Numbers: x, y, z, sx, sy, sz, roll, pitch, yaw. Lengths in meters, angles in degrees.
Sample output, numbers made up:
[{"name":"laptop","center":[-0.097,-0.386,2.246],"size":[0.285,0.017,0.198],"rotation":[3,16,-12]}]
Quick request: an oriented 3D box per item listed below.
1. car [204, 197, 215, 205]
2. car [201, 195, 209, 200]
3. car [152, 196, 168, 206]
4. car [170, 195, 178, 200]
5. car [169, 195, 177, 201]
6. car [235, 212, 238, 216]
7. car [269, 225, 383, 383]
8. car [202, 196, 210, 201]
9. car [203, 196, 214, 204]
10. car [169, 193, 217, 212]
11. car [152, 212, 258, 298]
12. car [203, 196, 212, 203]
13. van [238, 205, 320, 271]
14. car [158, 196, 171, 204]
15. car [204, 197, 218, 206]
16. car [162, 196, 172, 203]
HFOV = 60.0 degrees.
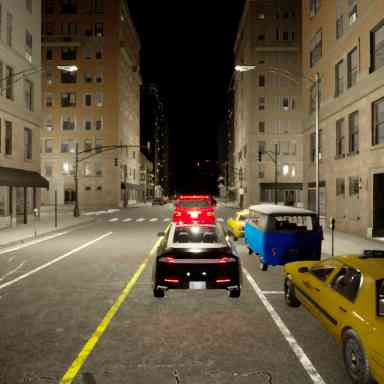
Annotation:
[{"name":"car","center":[3.108,1.548,59.451],"size":[1.887,1.381,4.507],"rotation":[1,0,1]},{"name":"car","center":[3.558,1.548,92.632],"size":[2.008,1.369,4.403],"rotation":[1,0,1]},{"name":"car","center":[-5.492,1.587,54.032],"size":[1.802,1.307,4.206],"rotation":[1,0,1]},{"name":"car","center":[-4.966,1.564,92.734],"size":[1.947,1.339,4.313],"rotation":[1,0,1]},{"name":"car","center":[-5.043,1.525,87.035],"size":[1.752,1.417,4.829],"rotation":[1,0,1]},{"name":"car","center":[2.689,1.528,16.427],"size":[1.752,1.417,4.829],"rotation":[1,0,0]},{"name":"car","center":[2.680,1.526,5.080],"size":[1.752,1.417,4.829],"rotation":[1,0,0]},{"name":"car","center":[3.408,1.566,81.572],"size":[1.947,1.339,4.313],"rotation":[1,0,1]},{"name":"car","center":[3.183,1.554,64.981],"size":[2.008,1.369,4.403],"rotation":[1,0,1]},{"name":"car","center":[0.115,1.225,18.699],"size":[2.150,2.045,5.566],"rotation":[0,0,0]},{"name":"car","center":[0.105,1.493,8.513],"size":[2.128,1.511,4.902],"rotation":[0,0,0]},{"name":"car","center":[3.258,1.547,70.511],"size":[1.887,1.381,4.507],"rotation":[1,0,1]},{"name":"van","center":[2.686,1.343,10.584],"size":[1.690,1.788,3.998],"rotation":[1,0,0]},{"name":"car","center":[-5.342,1.555,65.090],"size":[2.008,1.369,4.403],"rotation":[1,0,1]},{"name":"car","center":[3.033,1.570,53.921],"size":[1.947,1.339,4.313],"rotation":[1,0,1]},{"name":"car","center":[-5.266,1.548,70.619],"size":[1.887,1.381,4.507],"rotation":[1,0,1]}]
